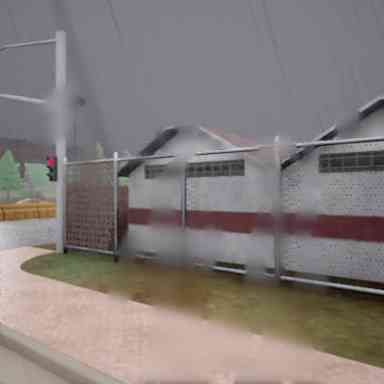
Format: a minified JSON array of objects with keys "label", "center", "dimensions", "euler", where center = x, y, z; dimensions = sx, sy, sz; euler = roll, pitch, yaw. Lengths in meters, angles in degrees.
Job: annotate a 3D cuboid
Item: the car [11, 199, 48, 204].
[{"label":"car","center":[-20.172,1.613,40.837],"dimensions":[1.882,1.535,5.008],"euler":[0,0,34]}]
